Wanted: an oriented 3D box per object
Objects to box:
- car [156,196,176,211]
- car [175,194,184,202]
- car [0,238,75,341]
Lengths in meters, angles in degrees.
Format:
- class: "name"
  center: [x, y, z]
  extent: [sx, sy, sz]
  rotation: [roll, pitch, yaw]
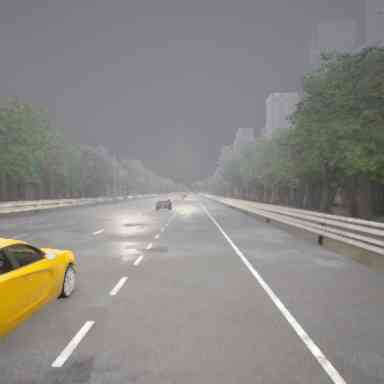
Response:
- class: "car"
  center: [-3.506, 1.536, 42.536]
  extent: [2.128, 1.511, 4.902]
  rotation: [0, 0, 0]
- class: "car"
  center: [-3.508, 1.548, 82.193]
  extent: [1.882, 1.535, 5.008]
  rotation: [0, 0, 0]
- class: "car"
  center: [-3.503, 1.480, 5.405]
  extent: [1.882, 1.535, 5.008]
  rotation: [0, 0, 0]
